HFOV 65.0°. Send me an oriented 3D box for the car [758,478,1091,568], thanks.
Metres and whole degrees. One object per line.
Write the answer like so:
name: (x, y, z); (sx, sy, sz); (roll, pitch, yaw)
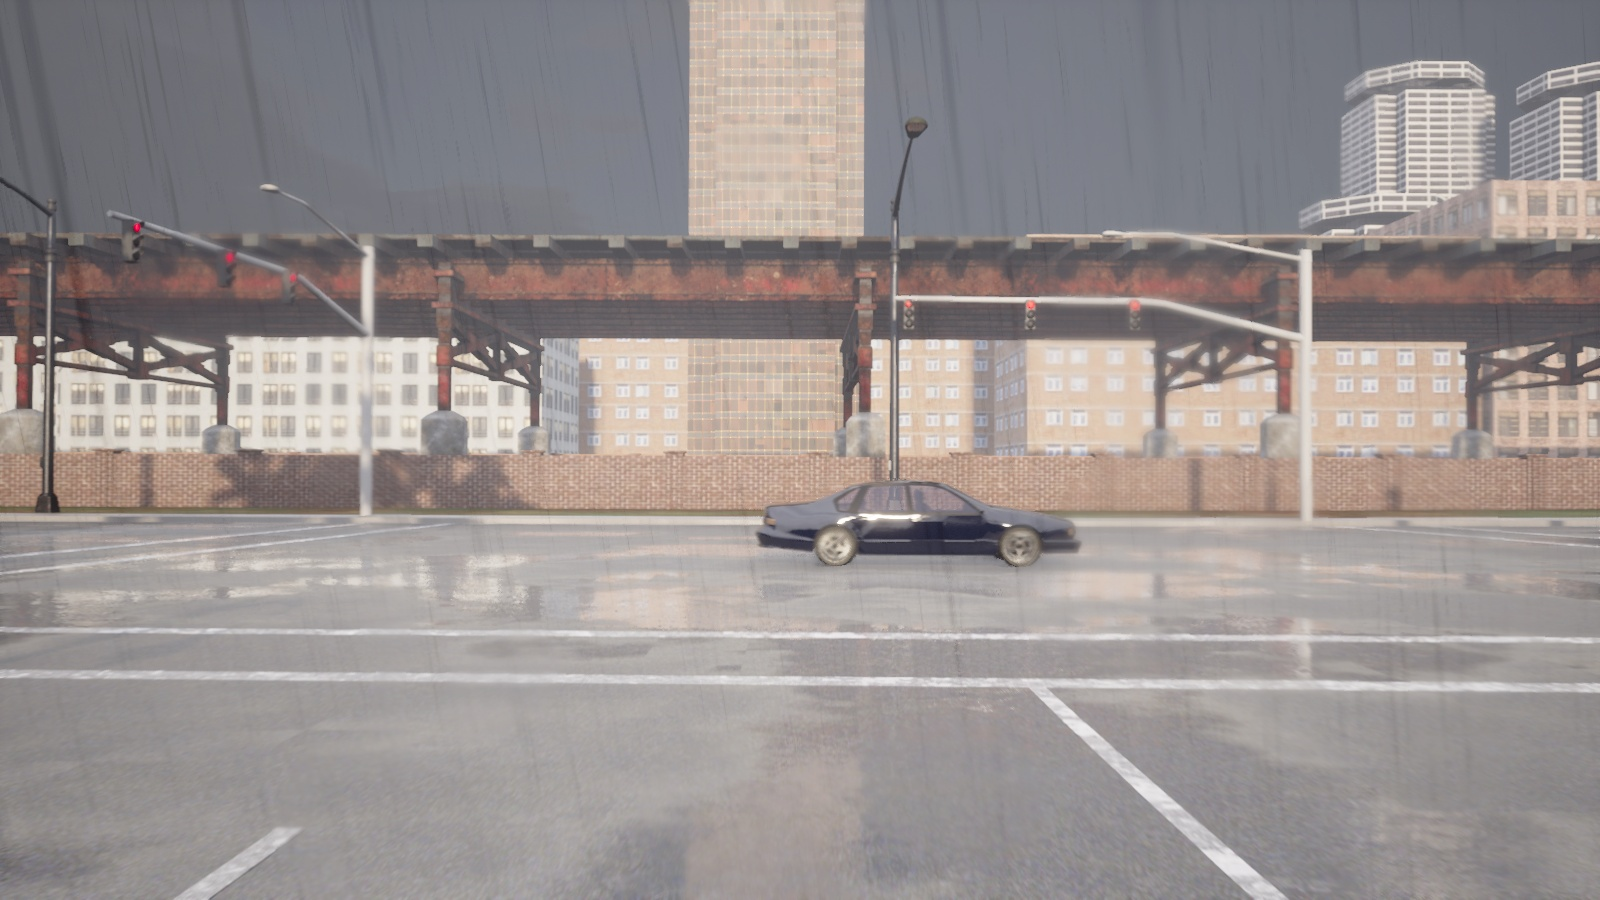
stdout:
car: (2.023, 1.198, 21.259); (5.357, 1.411, 2.033); (0, -1, 1)
